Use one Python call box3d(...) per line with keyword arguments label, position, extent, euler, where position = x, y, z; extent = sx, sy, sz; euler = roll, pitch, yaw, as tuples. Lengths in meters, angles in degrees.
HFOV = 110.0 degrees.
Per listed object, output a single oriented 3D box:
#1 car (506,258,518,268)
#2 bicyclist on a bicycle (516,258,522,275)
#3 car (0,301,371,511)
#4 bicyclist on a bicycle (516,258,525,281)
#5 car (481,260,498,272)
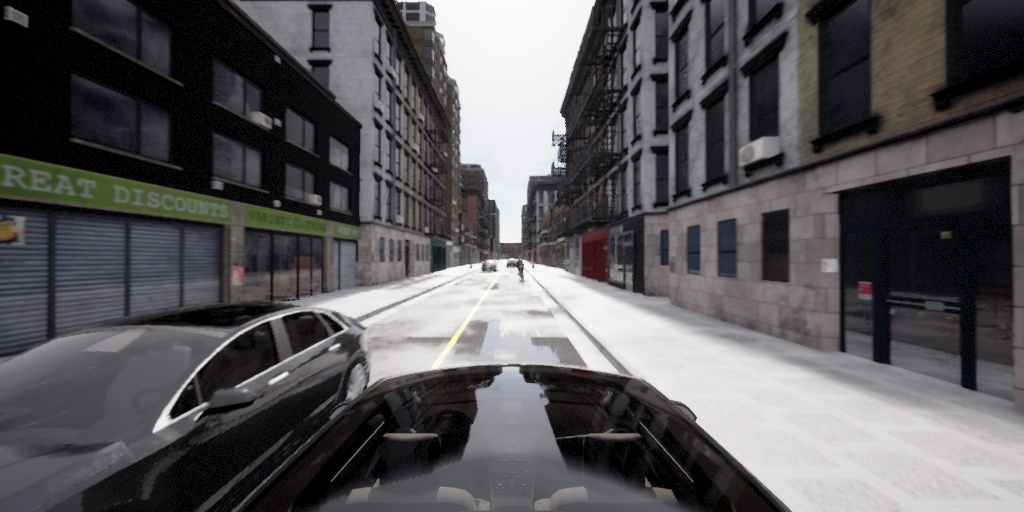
box3d(label="car", position=(0.026, 1.278, 60.919), extent=(1.895, 1.301, 4.718), euler=(0, 0, 1))
box3d(label="bicyclist on a bicycle", position=(0.752, 1.084, 38.177), extent=(0.659, 1.776, 1.843), euler=(0, 0, 0))
box3d(label="car", position=(-2.850, 1.254, 3.106), extent=(1.837, 1.490, 4.892), euler=(0, 0, 0))
box3d(label="bicyclist on a bicycle", position=(0.753, 1.179, 28.552), extent=(0.582, 1.620, 1.656), euler=(0, 0, 0))
box3d(label="car", position=(-2.834, 1.196, 45.286), extent=(2.128, 1.511, 4.902), euler=(0, 0, 0))
